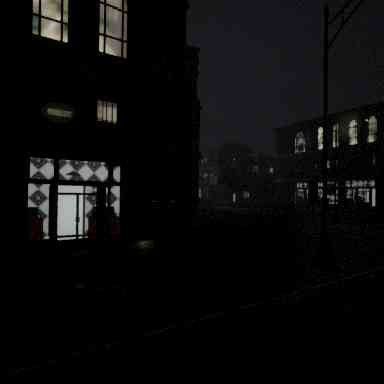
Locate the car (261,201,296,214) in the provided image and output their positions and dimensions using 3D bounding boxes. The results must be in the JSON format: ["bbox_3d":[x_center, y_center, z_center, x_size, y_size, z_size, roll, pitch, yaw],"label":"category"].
[{"bbox_3d":[9.442,1.622,36.635,2.008,1.369,4.403,1,-1,-27],"label":"car"}]

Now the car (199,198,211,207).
[{"bbox_3d":[1.375,1.618,52.117,1.887,1.381,4.507,1,-1,-27],"label":"car"}]
